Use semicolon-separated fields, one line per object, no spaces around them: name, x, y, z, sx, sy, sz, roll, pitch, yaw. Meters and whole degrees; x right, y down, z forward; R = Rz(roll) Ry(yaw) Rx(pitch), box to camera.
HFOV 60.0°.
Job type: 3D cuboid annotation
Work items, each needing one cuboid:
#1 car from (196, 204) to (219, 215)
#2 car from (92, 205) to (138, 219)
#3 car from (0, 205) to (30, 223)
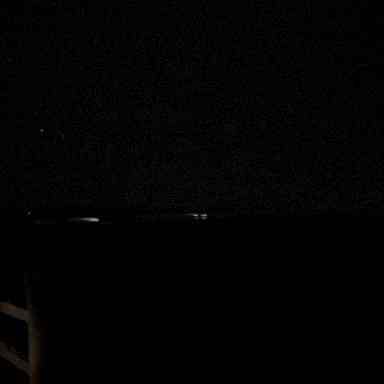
car;2.462;2.682;52.125;1.837;1.490;4.892;4;0;36
car;-8.383;2.175;36.985;2.033;1.411;5.357;4;0;35
car;-15.443;1.812;27.047;1.994;1.385;4.181;4;0;36
